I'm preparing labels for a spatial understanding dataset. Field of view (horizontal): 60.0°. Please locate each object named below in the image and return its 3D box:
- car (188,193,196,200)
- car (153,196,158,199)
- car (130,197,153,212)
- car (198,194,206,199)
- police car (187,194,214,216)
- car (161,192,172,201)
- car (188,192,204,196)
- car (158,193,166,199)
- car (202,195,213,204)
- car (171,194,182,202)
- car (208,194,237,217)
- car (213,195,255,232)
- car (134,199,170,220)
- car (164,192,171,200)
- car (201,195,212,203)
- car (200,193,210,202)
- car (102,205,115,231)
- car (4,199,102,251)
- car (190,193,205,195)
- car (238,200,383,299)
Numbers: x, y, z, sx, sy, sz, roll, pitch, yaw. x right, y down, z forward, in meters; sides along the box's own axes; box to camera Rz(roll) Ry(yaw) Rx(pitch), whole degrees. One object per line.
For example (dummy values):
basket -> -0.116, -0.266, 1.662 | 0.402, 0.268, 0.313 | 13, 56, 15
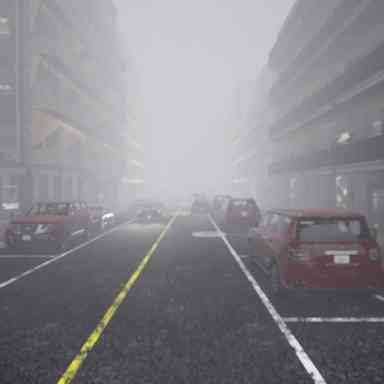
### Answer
car -> 0.013, 1.020, 77.004 | 1.994, 1.385, 4.181 | 0, 0, 0
car -> -5.693, 1.391, 41.972 | 1.802, 1.307, 4.206 | -1, 0, 0
car -> -5.694, 1.416, 36.370 | 1.802, 1.307, 4.206 | -1, 0, 0
car -> 2.696, 1.151, 92.360 | 1.947, 1.339, 4.313 | -1, 0, 0
police car -> 0.802, 1.286, 30.485 | 1.930, 1.638, 5.238 | 0, 0, 0
car -> -5.691, 0.974, 75.583 | 2.192, 1.841, 5.009 | -1, 0, 0
car -> 0.908, 1.013, 46.398 | 2.150, 2.045, 5.566 | 0, 0, 0
car -> -5.691, 1.309, 53.177 | 2.008, 1.369, 4.403 | -1, 0, 0
car -> 2.689, 1.258, 58.918 | 1.752, 1.417, 4.829 | -1, 0, 0
car -> -2.989, 1.270, 67.031 | 1.994, 1.385, 4.181 | 0, 0, 0
car -> 2.682, 1.174, 30.737 | 2.192, 1.841, 5.009 | -1, 0, 0
car -> 2.680, 1.225, 19.533 | 2.192, 1.841, 5.009 | -1, 0, 0
car -> -3.094, 1.480, 26.404 | 1.895, 1.301, 4.718 | 0, 0, 0
car -> -5.689, 1.259, 64.380 | 2.008, 1.369, 4.403 | -1, 0, 0
car -> 2.691, 1.274, 64.350 | 1.947, 1.339, 4.313 | -1, 0, 0
car -> 2.690, 1.124, 69.951 | 1.967, 1.590, 4.097 | -1, 0, 0
car -> -5.705, 1.461, 19.564 | 2.008, 1.369, 4.403 | -1, 0, 0
car -> -5.691, 1.251, 13.961 | 2.192, 1.841, 5.009 | -1, 0, 0
car -> 0.906, 1.271, 40.559 | 1.801, 1.575, 5.366 | 0, 0, 0
car -> 2.678, 1.276, 8.329 | 2.192, 1.841, 5.009 | -1, 0, 0
